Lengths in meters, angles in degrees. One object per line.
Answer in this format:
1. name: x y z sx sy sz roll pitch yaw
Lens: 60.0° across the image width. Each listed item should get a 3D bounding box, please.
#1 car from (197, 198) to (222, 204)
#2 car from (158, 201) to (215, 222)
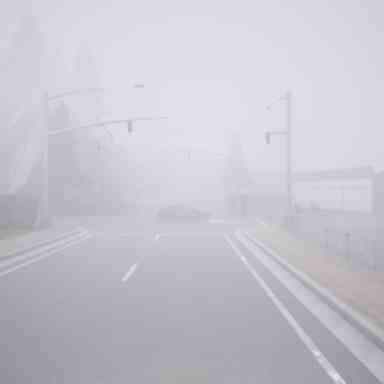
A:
1. car: 3.223 1.725 63.426 4.718 1.301 1.895 0 0 -22
2. car: -0.623 1.639 26.949 4.181 1.385 1.994 0 0 15
